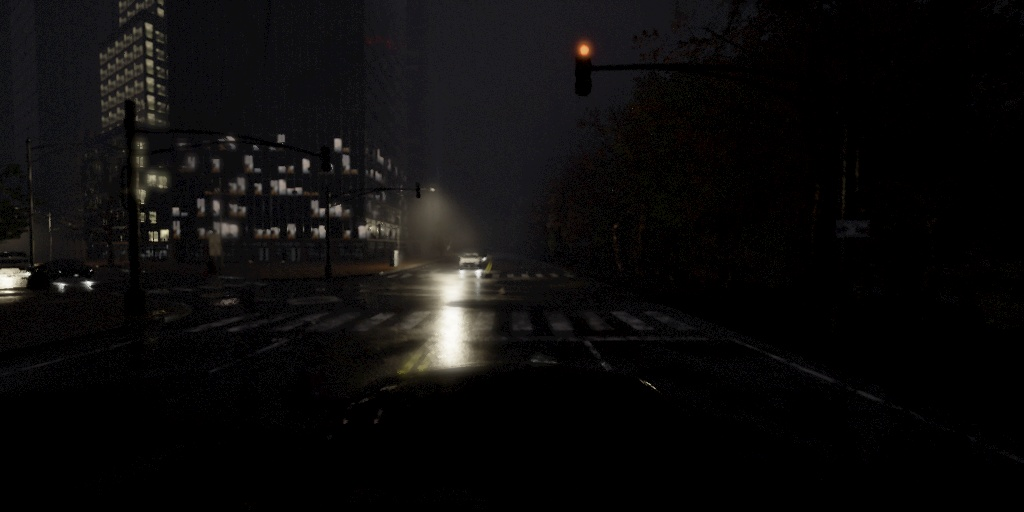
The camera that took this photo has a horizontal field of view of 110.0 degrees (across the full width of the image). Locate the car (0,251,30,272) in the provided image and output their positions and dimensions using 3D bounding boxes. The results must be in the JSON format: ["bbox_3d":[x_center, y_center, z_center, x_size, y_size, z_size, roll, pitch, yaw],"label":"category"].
[{"bbox_3d":[-48.774,0.513,34.825,5.566,2.045,2.150,0,1,29],"label":"car"}]

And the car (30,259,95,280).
[{"bbox_3d":[-32.069,0.922,25.732,5.357,1.411,2.033,0,2,29],"label":"car"}]

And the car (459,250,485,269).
[{"bbox_3d":[-3.849,0.480,34.090,1.812,1.442,4.674,0,3,-2],"label":"car"}]
